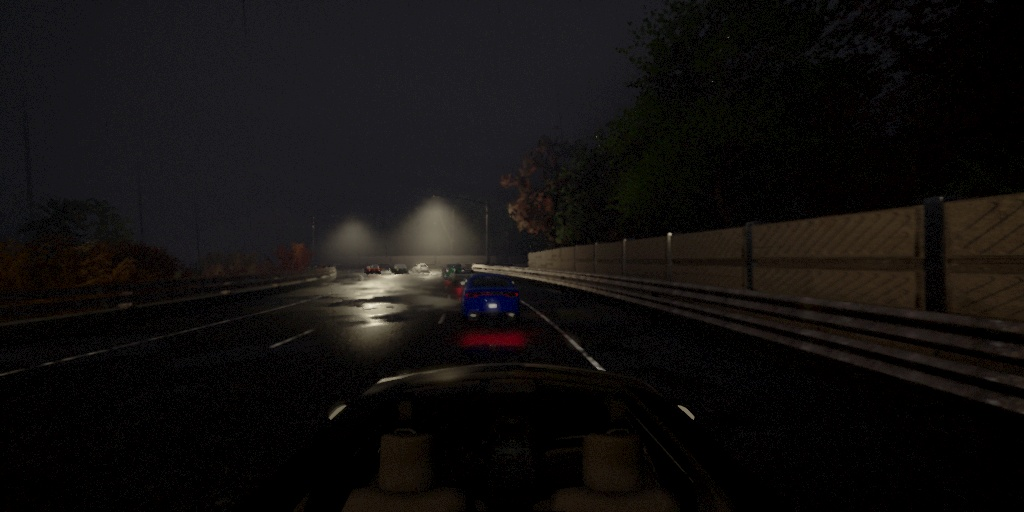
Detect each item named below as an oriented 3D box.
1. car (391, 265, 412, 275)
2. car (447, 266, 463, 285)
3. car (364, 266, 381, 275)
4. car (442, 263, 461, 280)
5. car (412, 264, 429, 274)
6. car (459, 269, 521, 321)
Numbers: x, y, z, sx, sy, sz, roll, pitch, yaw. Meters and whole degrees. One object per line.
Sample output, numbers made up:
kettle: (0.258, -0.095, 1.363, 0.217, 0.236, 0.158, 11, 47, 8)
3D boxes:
car: (-16.263, 2.017, 51.717, 1.895, 1.301, 4.718, 0, -1, -27)
car: (-4.168, 1.727, 30.519, 1.895, 1.301, 4.718, 0, -1, -14)
car: (-20.020, 2.018, 51.345, 1.895, 1.301, 4.718, 0, -1, -28)
car: (-6.386, 1.589, 38.957, 2.097, 1.767, 4.553, 0, -1, -15)
car: (-14.007, 1.978, 54.801, 1.812, 1.442, 4.674, 0, -1, -29)
car: (-0.862, 1.377, 13.238, 1.882, 1.535, 5.008, 0, -1, -7)
